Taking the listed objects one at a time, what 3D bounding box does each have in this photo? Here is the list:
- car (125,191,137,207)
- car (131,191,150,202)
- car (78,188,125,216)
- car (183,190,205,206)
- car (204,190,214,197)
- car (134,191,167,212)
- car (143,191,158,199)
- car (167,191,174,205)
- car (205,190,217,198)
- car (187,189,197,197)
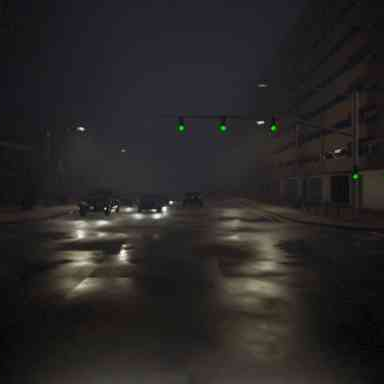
[{"bbox_3d":[-7.118,0.765,36.287,1.882,1.535,5.008,0,1,0],"label":"car"},{"bbox_3d":[-7.117,0.594,46.598,1.837,1.490,4.892,0,1,0],"label":"car"},{"bbox_3d":[-7.110,0.702,26.281,2.150,2.045,5.566,0,1,0],"label":"car"},{"bbox_3d":[0.071,0.617,36.878,2.097,1.767,4.553,0,1,0],"label":"car"},{"bbox_3d":[3.449,0.222,69.534,1.895,1.301,4.718,0,1,0],"label":"car"},{"bbox_3d":[-3.610,0.885,29.818,1.882,1.535,5.008,0,1,0],"label":"car"},{"bbox_3d":[-7.076,0.492,56.892,1.895,1.301,4.718,0,1,0],"label":"car"},{"bbox_3d":[-3.616,0.716,39.304,2.128,1.511,4.902,0,1,0],"label":"car"},{"bbox_3d":[3.456,0.387,59.591,1.994,1.385,4.181,0,1,0],"label":"car"},{"bbox_3d":[0.052,0.254,64.786,1.812,1.442,4.674,0,1,0],"label":"car"}]
